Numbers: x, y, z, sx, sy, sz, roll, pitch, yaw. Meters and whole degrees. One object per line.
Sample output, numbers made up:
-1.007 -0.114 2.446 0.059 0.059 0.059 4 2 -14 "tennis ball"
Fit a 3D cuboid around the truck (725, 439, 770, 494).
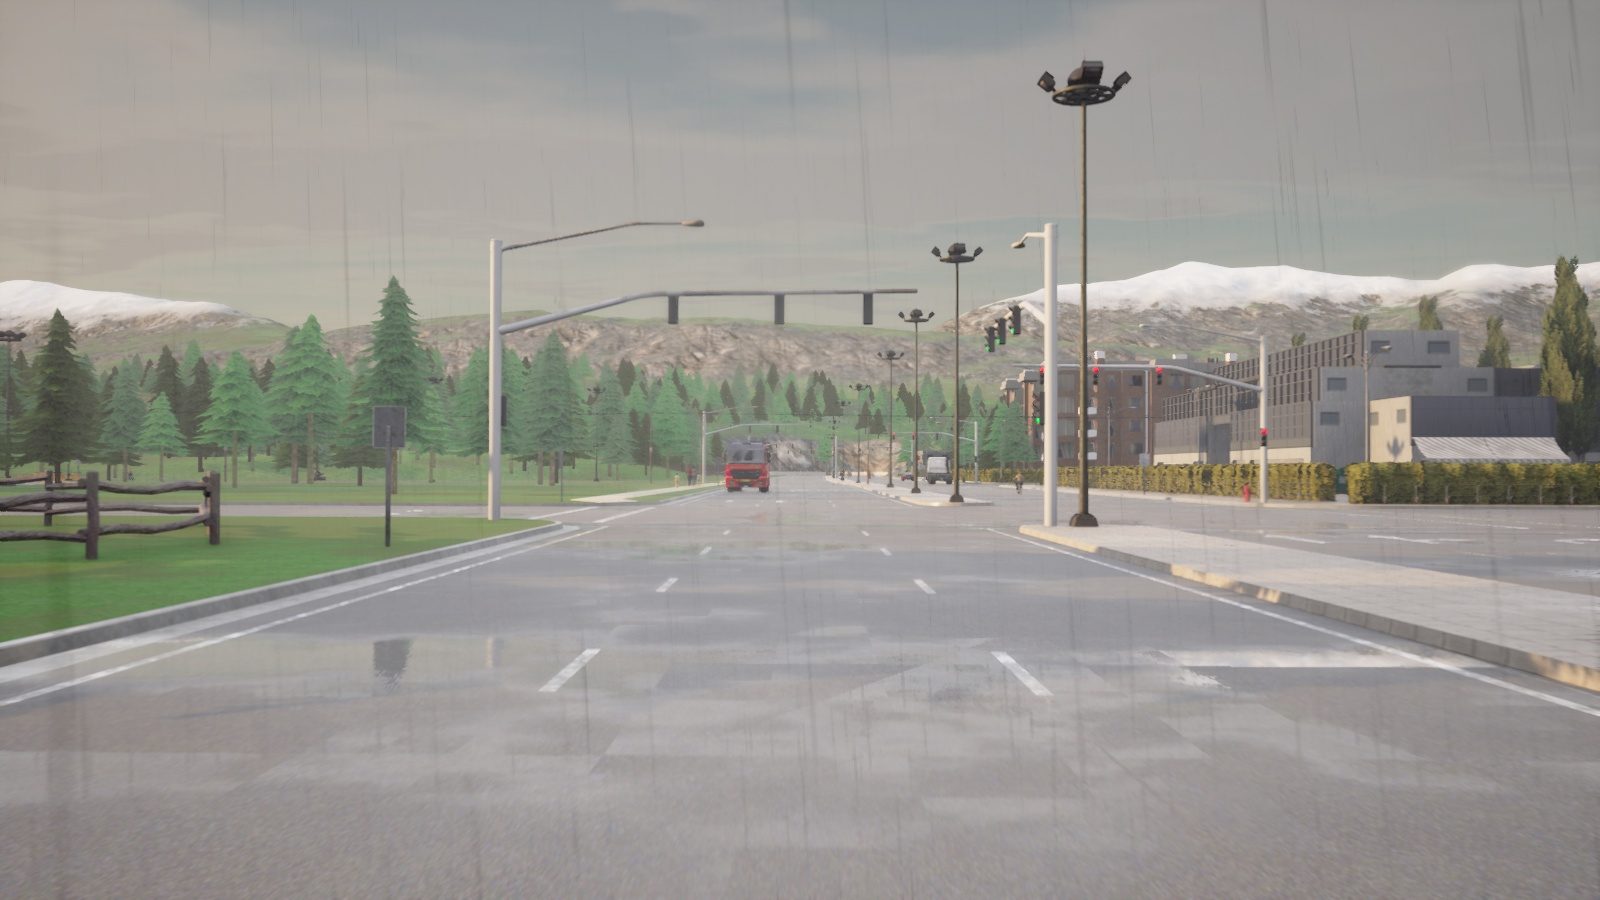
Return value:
-3.738 1.198 91.567 2.891 3.827 8.468 0 -1 0 "truck"
